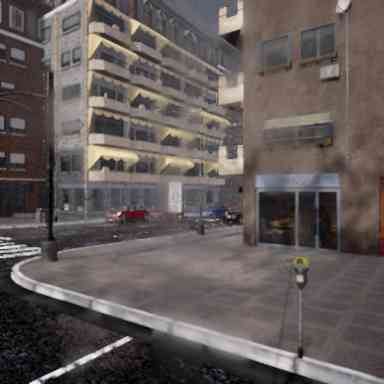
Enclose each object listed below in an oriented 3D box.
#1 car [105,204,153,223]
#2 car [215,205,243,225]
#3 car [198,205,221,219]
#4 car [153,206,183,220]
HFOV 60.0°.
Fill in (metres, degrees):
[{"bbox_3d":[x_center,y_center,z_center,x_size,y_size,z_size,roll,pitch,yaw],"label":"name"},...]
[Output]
[{"bbox_3d":[-5.842,1.900,30.006,1.967,1.590,4.097,-1,-2,35],"label":"car"},{"bbox_3d":[4.223,2.144,29.919,1.947,1.339,4.313,-1,-2,35],"label":"car"},{"bbox_3d":[2.547,2.186,37.549,1.812,1.442,4.674,0,-1,35],"label":"car"},{"bbox_3d":[-2.605,2.143,34.662,1.802,1.307,4.206,-1,-2,35],"label":"car"}]
